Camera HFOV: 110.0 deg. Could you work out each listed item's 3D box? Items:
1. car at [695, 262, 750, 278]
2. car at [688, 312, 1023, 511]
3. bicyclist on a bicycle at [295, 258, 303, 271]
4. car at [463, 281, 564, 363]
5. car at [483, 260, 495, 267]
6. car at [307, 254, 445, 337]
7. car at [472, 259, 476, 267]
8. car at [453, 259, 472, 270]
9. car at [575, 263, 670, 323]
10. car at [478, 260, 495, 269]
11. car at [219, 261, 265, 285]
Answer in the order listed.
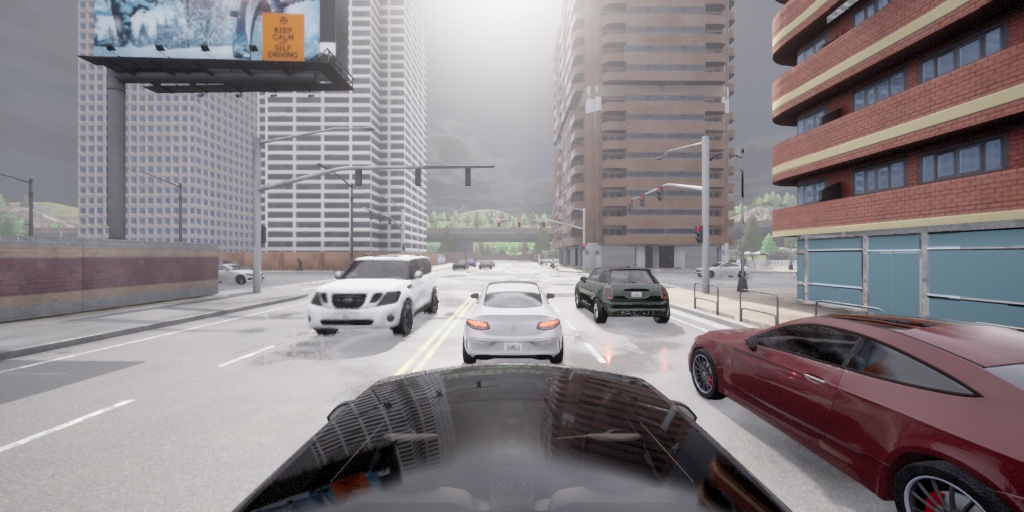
[{"bbox_3d":[19.387,1.276,33.079,4.674,1.442,1.812,0,0,0],"label":"car"},{"bbox_3d":[3.580,1.276,3.498,1.812,1.442,4.674,0,0,0],"label":"car"},{"bbox_3d":[-25.974,1.051,43.763,0.582,1.620,1.656,0,0,0],"label":"bicyclist on a bicycle"},{"bbox_3d":[0.017,1.276,8.001,1.812,1.442,4.674,0,0,0],"label":"car"},{"bbox_3d":[-4.052,1.351,65.064,1.895,1.301,4.718,0,0,0],"label":"car"},{"bbox_3d":[-3.670,0.971,10.654,2.150,2.045,5.566,0,0,0],"label":"car"},{"bbox_3d":[-7.553,1.228,64.932,1.882,1.535,5.008,0,0,0],"label":"car"},{"bbox_3d":[-7.498,1.228,52.986,1.882,1.535,5.008,0,0,0],"label":"car"},{"bbox_3d":[3.499,1.102,12.217,2.097,1.767,4.553,0,0,0],"label":"car"},{"bbox_3d":[-4.012,1.276,55.028,1.812,1.442,4.674,0,0,-1],"label":"car"},{"bbox_3d":[-20.443,1.276,25.816,4.674,1.442,1.812,0,0,0],"label":"car"}]
